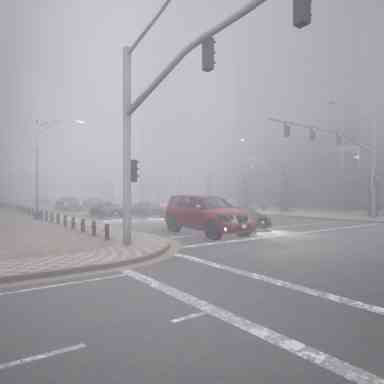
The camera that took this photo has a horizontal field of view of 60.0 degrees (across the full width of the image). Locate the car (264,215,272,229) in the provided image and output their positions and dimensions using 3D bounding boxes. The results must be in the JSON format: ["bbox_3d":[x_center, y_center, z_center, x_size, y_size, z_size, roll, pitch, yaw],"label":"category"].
[{"bbox_3d":[2.772,1.509,20.176,1.994,1.385,4.181,0,0,-36],"label":"car"}]

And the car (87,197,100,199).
[{"bbox_3d":[-12.098,1.422,41.130,1.882,1.535,5.008,0,0,-35],"label":"car"}]

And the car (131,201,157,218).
[{"bbox_3d":[-4.015,1.509,29.589,1.994,1.385,4.181,0,0,-35],"label":"car"}]

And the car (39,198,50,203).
[{"bbox_3d":[-22.810,1.215,50.492,1.994,1.385,4.181,0,0,-35],"label":"car"}]

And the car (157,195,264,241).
[{"bbox_3d":[0.703,1.172,17.077,2.150,2.045,5.566,0,0,-36],"label":"car"}]

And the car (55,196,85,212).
[{"bbox_3d":[-14.063,1.296,37.830,2.097,1.767,4.553,0,0,-35],"label":"car"}]

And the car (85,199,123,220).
[{"bbox_3d":[-7.133,1.509,27.939,1.994,1.385,4.181,0,0,-35],"label":"car"}]
